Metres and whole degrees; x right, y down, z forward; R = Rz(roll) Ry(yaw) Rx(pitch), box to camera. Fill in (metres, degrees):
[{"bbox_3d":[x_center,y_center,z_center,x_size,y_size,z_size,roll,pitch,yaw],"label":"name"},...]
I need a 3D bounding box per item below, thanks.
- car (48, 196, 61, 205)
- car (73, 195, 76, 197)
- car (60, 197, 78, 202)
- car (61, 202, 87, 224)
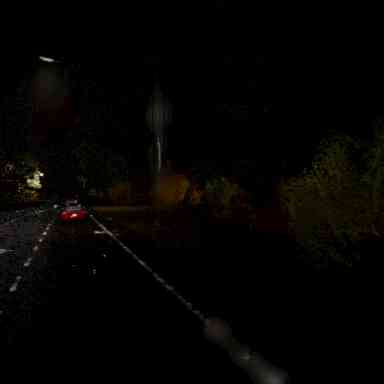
[{"bbox_3d":[-31.316,2.215,75.165,2.128,1.511,4.902,-2,0,-20],"label":"car"},{"bbox_3d":[-31.725,2.183,86.250,1.812,1.442,4.674,-2,0,-20],"label":"car"},{"bbox_3d":[-16.637,1.873,45.882,2.128,1.511,4.902,-2,0,-20],"label":"car"},{"bbox_3d":[-9.888,1.800,27.831,1.994,1.385,4.181,-2,0,-20],"label":"car"}]
